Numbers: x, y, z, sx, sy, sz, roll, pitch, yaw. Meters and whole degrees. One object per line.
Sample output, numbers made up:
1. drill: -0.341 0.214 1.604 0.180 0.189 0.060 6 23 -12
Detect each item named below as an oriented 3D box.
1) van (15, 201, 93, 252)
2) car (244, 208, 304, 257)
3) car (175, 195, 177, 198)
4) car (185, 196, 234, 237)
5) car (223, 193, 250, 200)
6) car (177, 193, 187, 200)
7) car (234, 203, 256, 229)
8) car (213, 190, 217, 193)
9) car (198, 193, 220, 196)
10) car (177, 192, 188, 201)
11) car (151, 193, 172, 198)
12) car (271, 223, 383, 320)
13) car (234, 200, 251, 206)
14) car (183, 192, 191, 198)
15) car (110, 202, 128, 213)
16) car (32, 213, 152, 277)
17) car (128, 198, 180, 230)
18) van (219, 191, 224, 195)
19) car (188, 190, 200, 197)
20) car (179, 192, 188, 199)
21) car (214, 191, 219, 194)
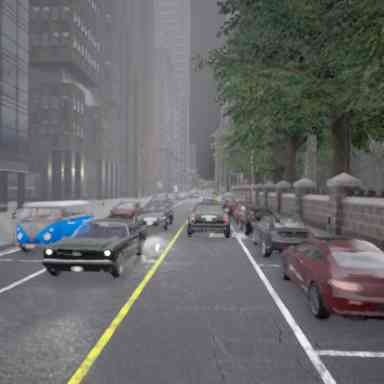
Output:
1. van: -5.194 1.246 12.991 1.690 1.788 3.998 0 0 3
2. car: 3.321 1.538 12.587 2.008 1.369 4.403 0 0 3
3. car: -3.576 1.125 46.102 1.967 1.590 4.097 1 1 3
4. car: 0.903 1.292 17.729 2.097 1.767 4.553 1 0 3
5. car: 4.131 1.215 29.143 2.192 1.841 5.009 0 0 3
6. car: -2.239 0.947 73.521 1.752 1.417 4.829 1 1 3
7. car: 3.588 1.529 18.107 1.947 1.339 4.313 0 0 3
8. car: 6.288 0.818 73.284 2.192 1.841 5.009 1 1 3
9. car: 2.082 1.267 41.961 2.128 1.511 4.902 1 0 3
10. car: -2.500 1.027 68.173 2.008 1.369 4.403 1 1 3
11. car: -3.845 1.049 40.585 2.192 1.841 5.009 1 0 3
12. car: 3.051 1.589 7.069 1.802 1.307 4.206 0 0 3
13. car: 3.860 1.516 23.626 1.802 1.307 4.206 0 0 3
14. car: -1.423 0.808 90.242 1.947 1.339 4.313 1 1 3
15. car: -4.656 1.396 24.031 1.887 1.381 4.507 0 0 3
16. car: -2.661 1.542 10.201 1.895 1.301 4.718 1 0 3
17. car: -2.162 1.388 20.380 2.128 1.511 4.902 1 0 3
18. van: 4.941 1.109 45.696 1.690 1.788 3.998 1 1 3
19. car: 0.486 0.931 72.695 1.994 1.385 4.181 1 1 3
20. car: -1.960 0.802 79.207 1.967 1.590 4.097 1 1 3
21. car: 5.136 1.105 58.214 1.801 1.575 5.366 1 1 3
